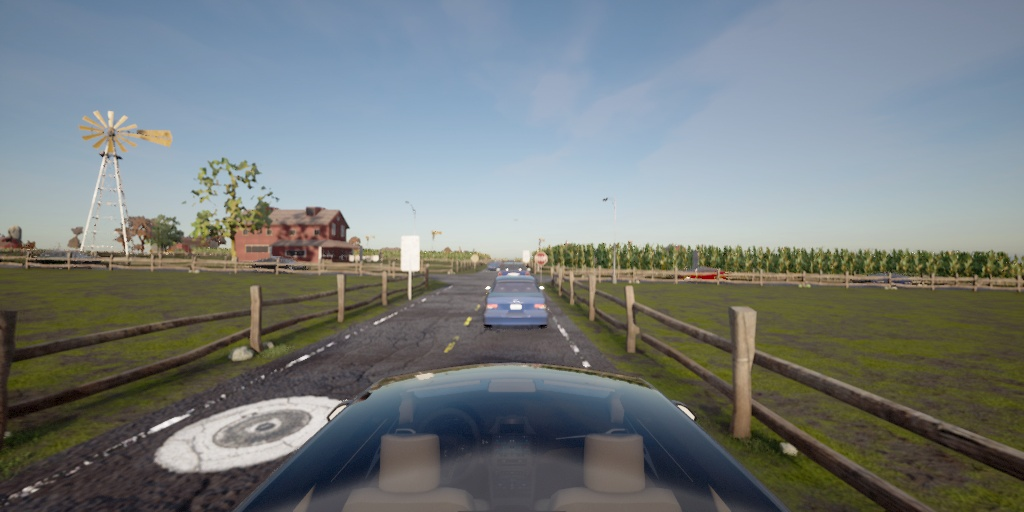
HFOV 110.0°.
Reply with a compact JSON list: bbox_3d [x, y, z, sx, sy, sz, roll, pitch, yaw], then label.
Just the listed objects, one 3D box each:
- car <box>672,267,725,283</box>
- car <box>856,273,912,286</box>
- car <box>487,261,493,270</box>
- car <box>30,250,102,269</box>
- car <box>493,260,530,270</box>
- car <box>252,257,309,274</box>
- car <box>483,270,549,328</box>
[{"bbox_3d":[19.136,1.872,36.861,5.008,1.535,1.882,1,-1,0],"label":"car"},{"bbox_3d":[37.993,2.393,36.686,4.181,1.385,1.994,1,-1,1],"label":"car"},{"bbox_3d":[-2.829,1.546,55.574,2.033,1.411,5.357,0,0,0],"label":"car"},{"bbox_3d":[-42.445,0.269,34.454,4.553,1.767,2.097,1,-1,1],"label":"car"},{"bbox_3d":[0.101,1.192,22.642,2.097,1.767,4.553,0,0,0],"label":"car"},{"bbox_3d":[-22.003,0.892,34.258,4.892,1.490,1.837,1,-1,1],"label":"car"},{"bbox_3d":[0.100,1.340,11.561,2.033,1.411,5.357,0,0,0],"label":"car"}]
